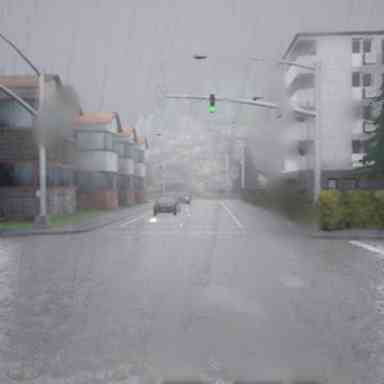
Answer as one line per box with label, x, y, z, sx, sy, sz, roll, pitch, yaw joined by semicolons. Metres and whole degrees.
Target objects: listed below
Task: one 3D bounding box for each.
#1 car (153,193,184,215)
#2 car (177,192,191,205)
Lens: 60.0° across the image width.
car;-2.070;1.100;28.447;1.882;1.535;5.008;0;1;3
car;-1.275;0.763;43.520;2.097;1.767;4.553;0;1;3
